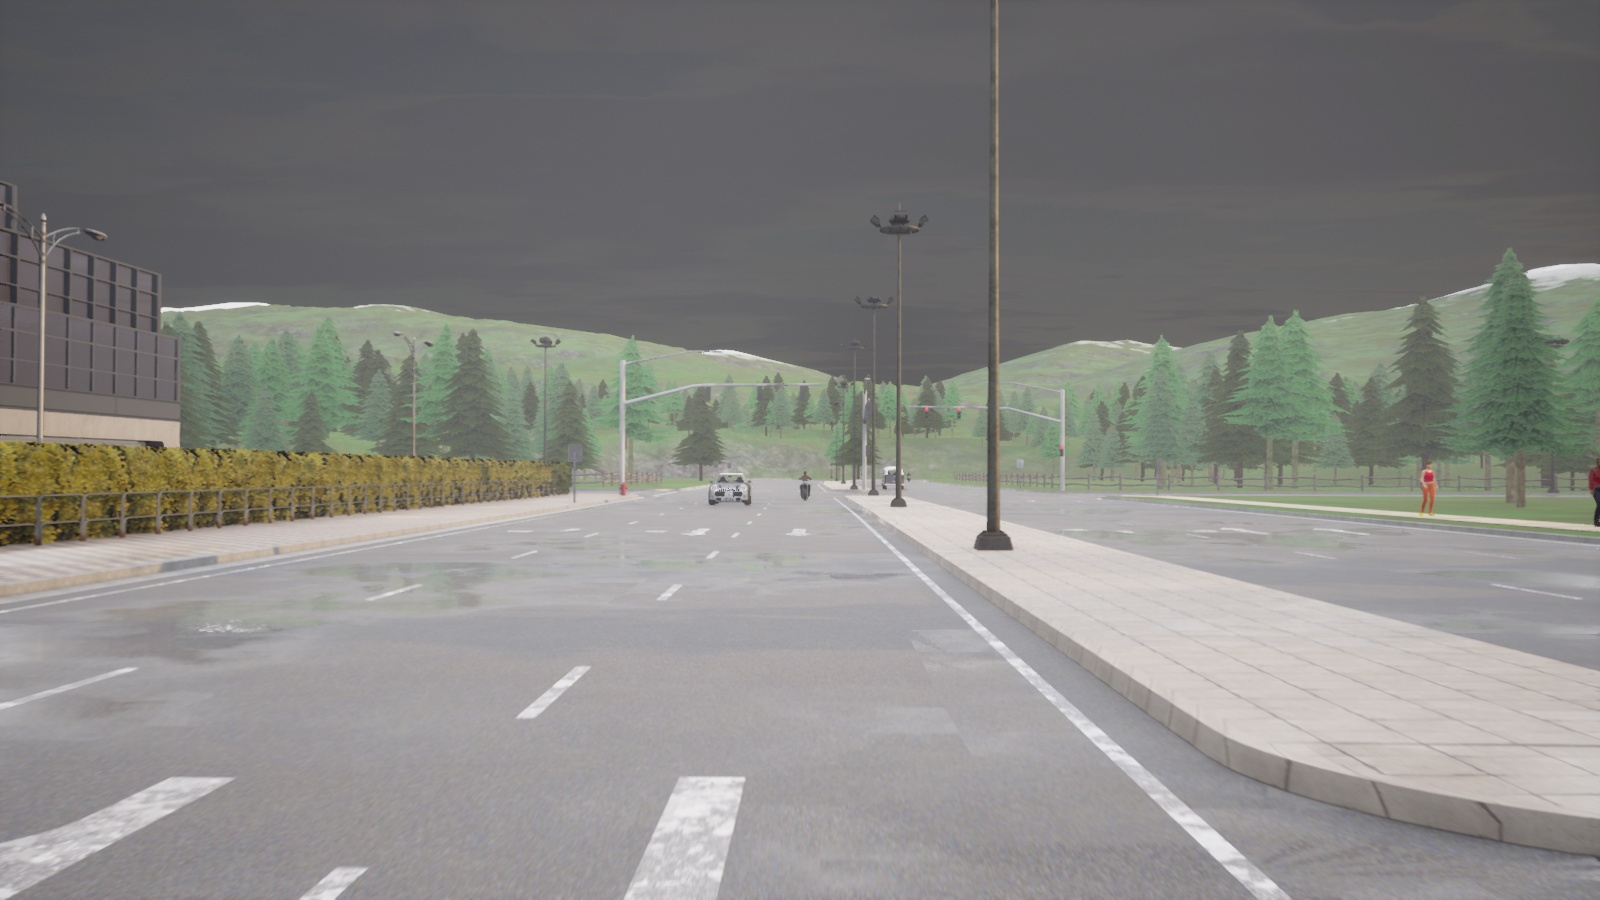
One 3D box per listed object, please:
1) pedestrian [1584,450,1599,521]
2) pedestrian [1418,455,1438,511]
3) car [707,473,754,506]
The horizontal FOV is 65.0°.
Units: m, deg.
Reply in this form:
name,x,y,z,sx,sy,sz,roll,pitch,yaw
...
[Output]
name,x,y,z,sx,sy,sz,roll,pitch,yaw
pedestrian,21.101,0.938,33.196,0.331,1.846,0.636,0,-1,2
pedestrian,20.712,1.080,41.422,0.345,1.836,0.594,0,-1,2
car,-3.196,1.793,58.432,1.970,1.475,3.806,0,-1,0
